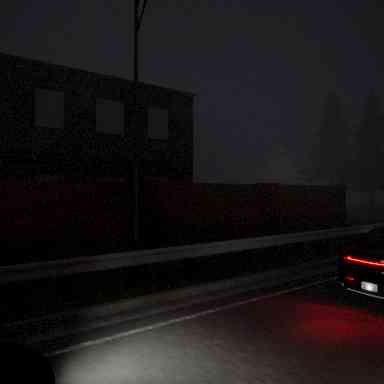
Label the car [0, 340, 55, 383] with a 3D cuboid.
[{"bbox_3d":[-3.101,1.526,1.536,4.674,1.442,1.812,0,0,-35],"label":"car"}]

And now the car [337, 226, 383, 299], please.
[{"bbox_3d":[5.266,1.505,7.548,4.892,1.490,1.837,0,0,-35],"label":"car"}]
